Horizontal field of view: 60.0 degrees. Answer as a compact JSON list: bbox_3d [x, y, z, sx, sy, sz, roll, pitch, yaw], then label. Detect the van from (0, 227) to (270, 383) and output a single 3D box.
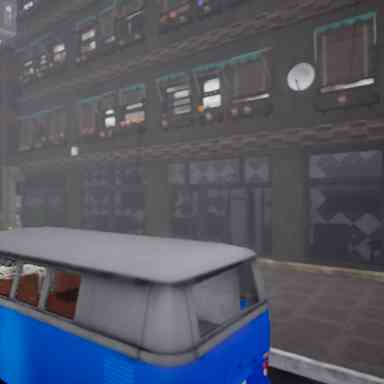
[{"bbox_3d":[-1.149,1.364,3.703,3.998,1.788,1.690,-1,-1,36],"label":"van"}]
